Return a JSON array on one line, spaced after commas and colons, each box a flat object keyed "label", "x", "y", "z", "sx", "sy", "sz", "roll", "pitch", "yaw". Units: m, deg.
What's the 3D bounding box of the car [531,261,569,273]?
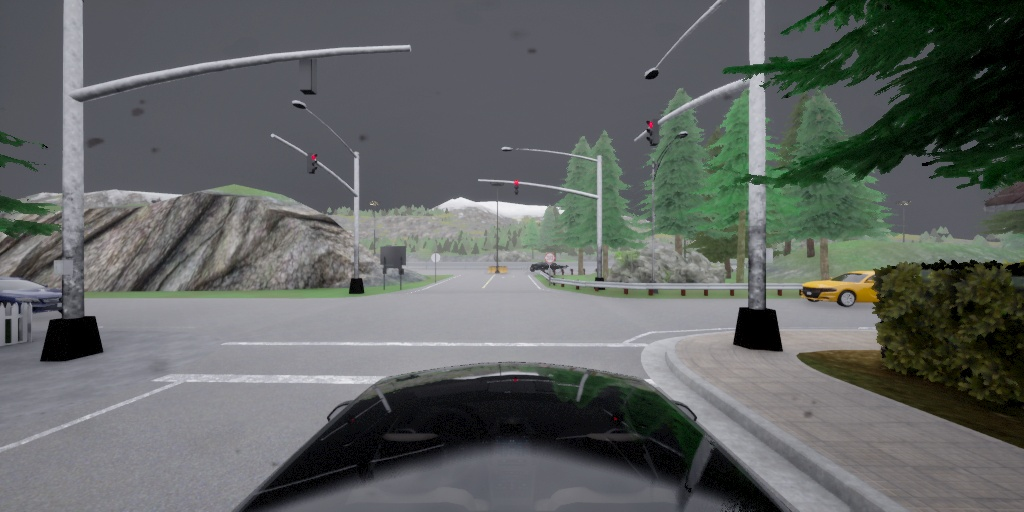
[{"label": "car", "x": 4.959, "y": 1.425, "z": 46.504, "sx": 5.008, "sy": 1.535, "sz": 1.882, "roll": 0, "pitch": -3, "yaw": -18}]

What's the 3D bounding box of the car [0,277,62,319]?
[{"label": "car", "x": -18.276, "y": 1.467, "z": 12.714, "sx": 4.674, "sy": 1.442, "sz": 1.812, "roll": 0, "pitch": 0, "yaw": 0}]

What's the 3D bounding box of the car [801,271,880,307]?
[{"label": "car", "x": 15.958, "y": 1.419, "z": 16.220, "sx": 5.008, "sy": 1.535, "sz": 1.882, "roll": 0, "pitch": 0, "yaw": 0}]
